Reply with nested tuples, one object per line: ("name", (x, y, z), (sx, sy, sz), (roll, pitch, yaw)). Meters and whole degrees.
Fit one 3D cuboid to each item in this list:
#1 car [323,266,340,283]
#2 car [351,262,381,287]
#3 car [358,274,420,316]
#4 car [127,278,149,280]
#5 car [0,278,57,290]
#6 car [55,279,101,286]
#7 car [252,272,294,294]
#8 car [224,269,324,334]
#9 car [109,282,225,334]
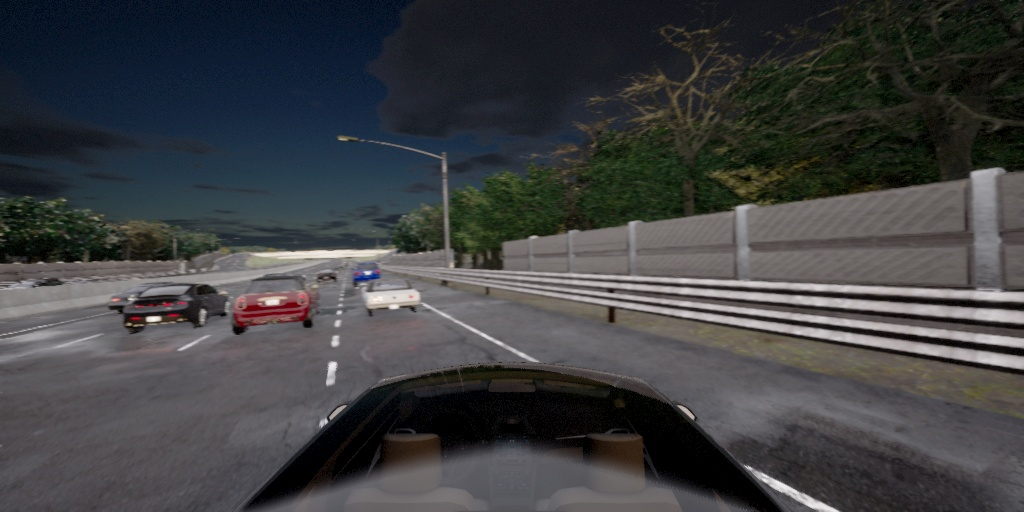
("car", (-20.565, 2.177, 39.939), (1.882, 1.535, 5.008), (-2, 0, -24))
("car", (-12.949, 1.598, 31.887), (2.150, 2.045, 5.566), (-2, 0, -25))
("car", (-5.232, 1.614, 15.117), (1.895, 1.301, 4.718), (-2, 0, -25))
("car", (-38.292, 2.954, 36.513), (1.895, 1.301, 4.718), (-2, 0, -24))
("car", (-44.266, 3.088, 32.741), (1.812, 1.442, 4.674), (-2, 0, -24))
("car", (-41.481, 3.031, 35.080), (1.994, 1.385, 4.181), (-2, 0, -24))
("car", (-19.587, 2.166, 29.598), (2.033, 1.411, 5.357), (-2, 0, -25))
("car", (-8.092, 1.462, 12.706), (2.097, 1.767, 4.553), (-2, 0, -25))
("car", (-12.087, 1.768, 13.268), (1.837, 1.490, 4.892), (-2, -1, -25))
